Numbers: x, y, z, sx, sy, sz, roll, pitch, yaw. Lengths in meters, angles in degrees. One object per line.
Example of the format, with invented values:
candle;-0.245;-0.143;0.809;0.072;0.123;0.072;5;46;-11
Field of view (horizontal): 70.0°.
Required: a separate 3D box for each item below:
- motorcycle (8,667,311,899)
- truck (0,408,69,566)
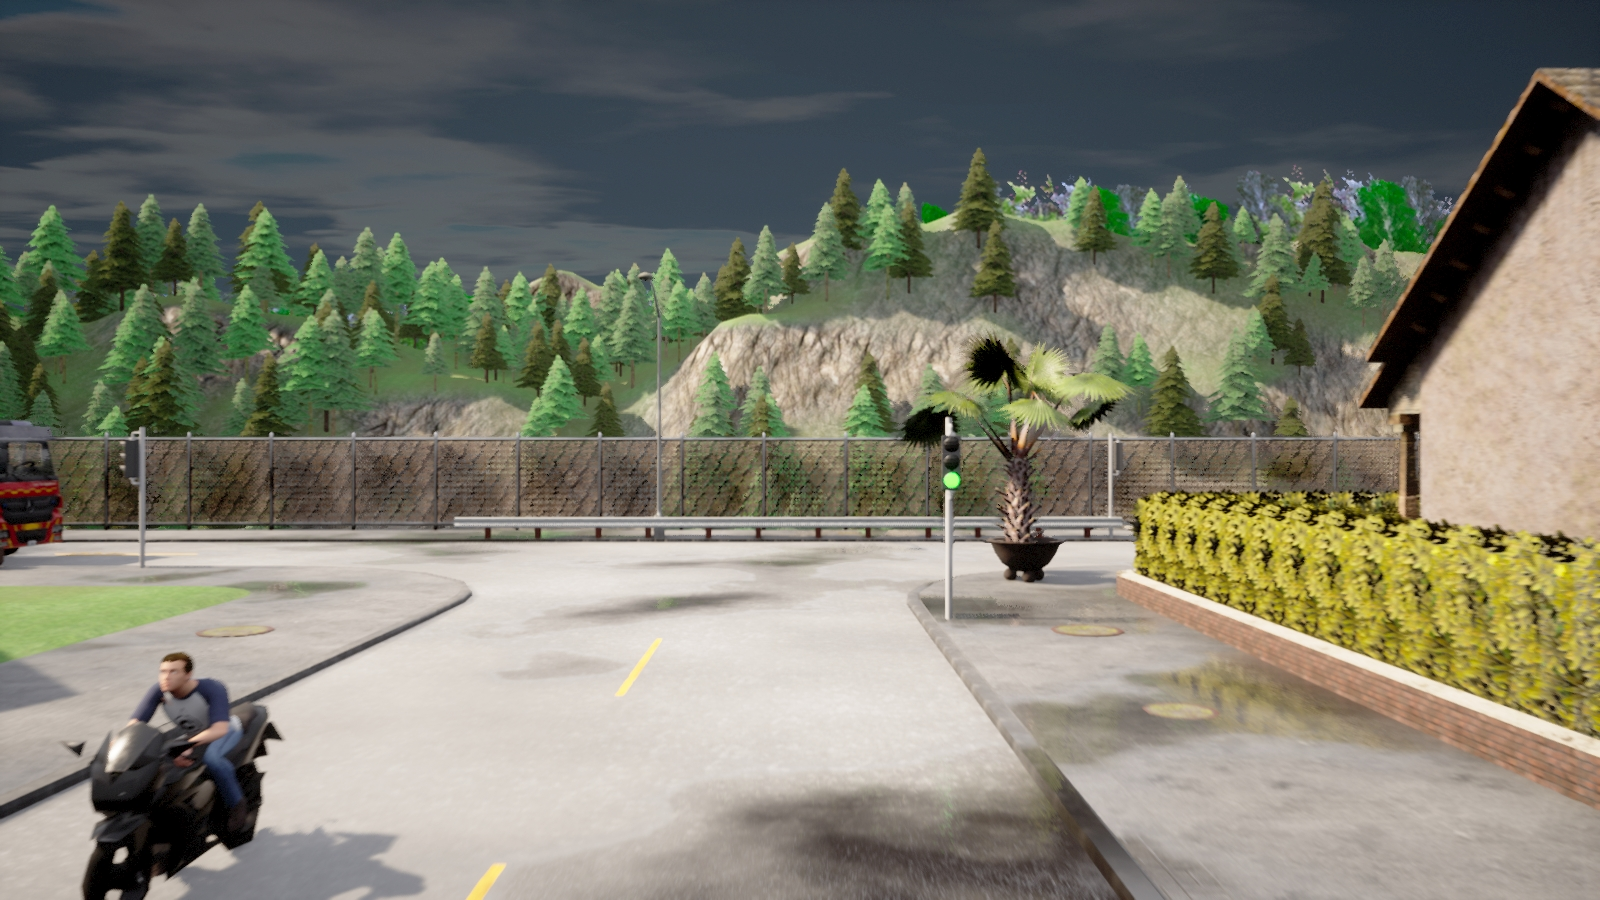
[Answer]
motorcycle;-3.975;2.186;7.335;0.803;1.199;2.033;0;0;0
truck;-23.542;0.891;28.709;8.468;3.827;2.891;0;0;0
